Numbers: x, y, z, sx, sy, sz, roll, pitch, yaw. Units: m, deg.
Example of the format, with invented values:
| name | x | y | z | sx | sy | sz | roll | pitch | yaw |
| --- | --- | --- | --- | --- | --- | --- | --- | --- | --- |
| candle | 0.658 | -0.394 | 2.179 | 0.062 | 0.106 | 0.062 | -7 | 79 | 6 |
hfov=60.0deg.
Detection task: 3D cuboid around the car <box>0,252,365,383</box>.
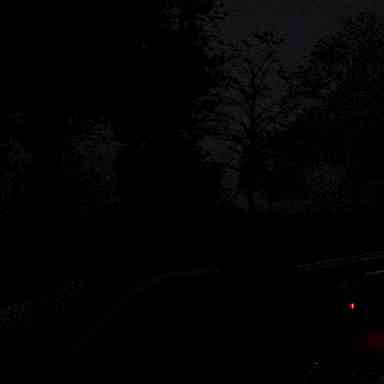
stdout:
| name | x | y | z | sx | sy | sz | roll | pitch | yaw |
| --- | --- | --- | --- | --- | --- | --- | --- | --- | --- |
| car | -0.378 | 1.478 | 3.742 | 5.357 | 1.411 | 2.033 | 0 | 1 | -30 |
